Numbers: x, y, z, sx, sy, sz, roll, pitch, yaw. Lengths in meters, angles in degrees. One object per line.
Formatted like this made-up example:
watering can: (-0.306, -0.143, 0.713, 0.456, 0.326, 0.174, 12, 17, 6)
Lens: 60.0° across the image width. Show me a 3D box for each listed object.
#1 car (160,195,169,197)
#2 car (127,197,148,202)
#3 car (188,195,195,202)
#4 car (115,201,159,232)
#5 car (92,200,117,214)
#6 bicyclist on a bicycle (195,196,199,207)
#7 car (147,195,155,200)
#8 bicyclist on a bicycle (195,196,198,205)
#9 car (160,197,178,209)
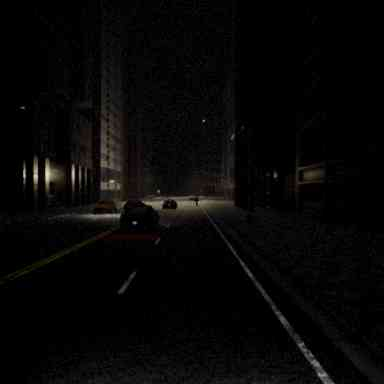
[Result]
car: (-6.529, 1.361, 79.080, 1.812, 1.442, 4.674, 0, 0, 0)
car: (-6.604, 1.635, 37.942, 1.882, 1.535, 5.008, 0, 0, 0)
car: (-0.031, 1.731, 84.079, 2.033, 1.411, 5.357, 0, 0, 0)
car: (-3.158, 1.574, 20.864, 1.882, 1.535, 5.008, 0, 0, 0)
car: (-9.854, 1.634, 37.873, 1.882, 1.535, 5.008, 0, 0, 0)
bicyclist on a bicycle: (0.872, 1.664, 54.542, 0.582, 1.620, 1.656, 0, -1, 0)
car: (-9.779, 1.315, 79.079, 1.882, 1.535, 5.008, 0, 0, 0)
bicyclist on a bicycle: (0.870, 1.598, 63.404, 0.659, 1.776, 1.843, 0, 0, 0)
car: (-3.170, 1.757, 48.439, 1.994, 1.385, 4.181, 0, 0, 0)
